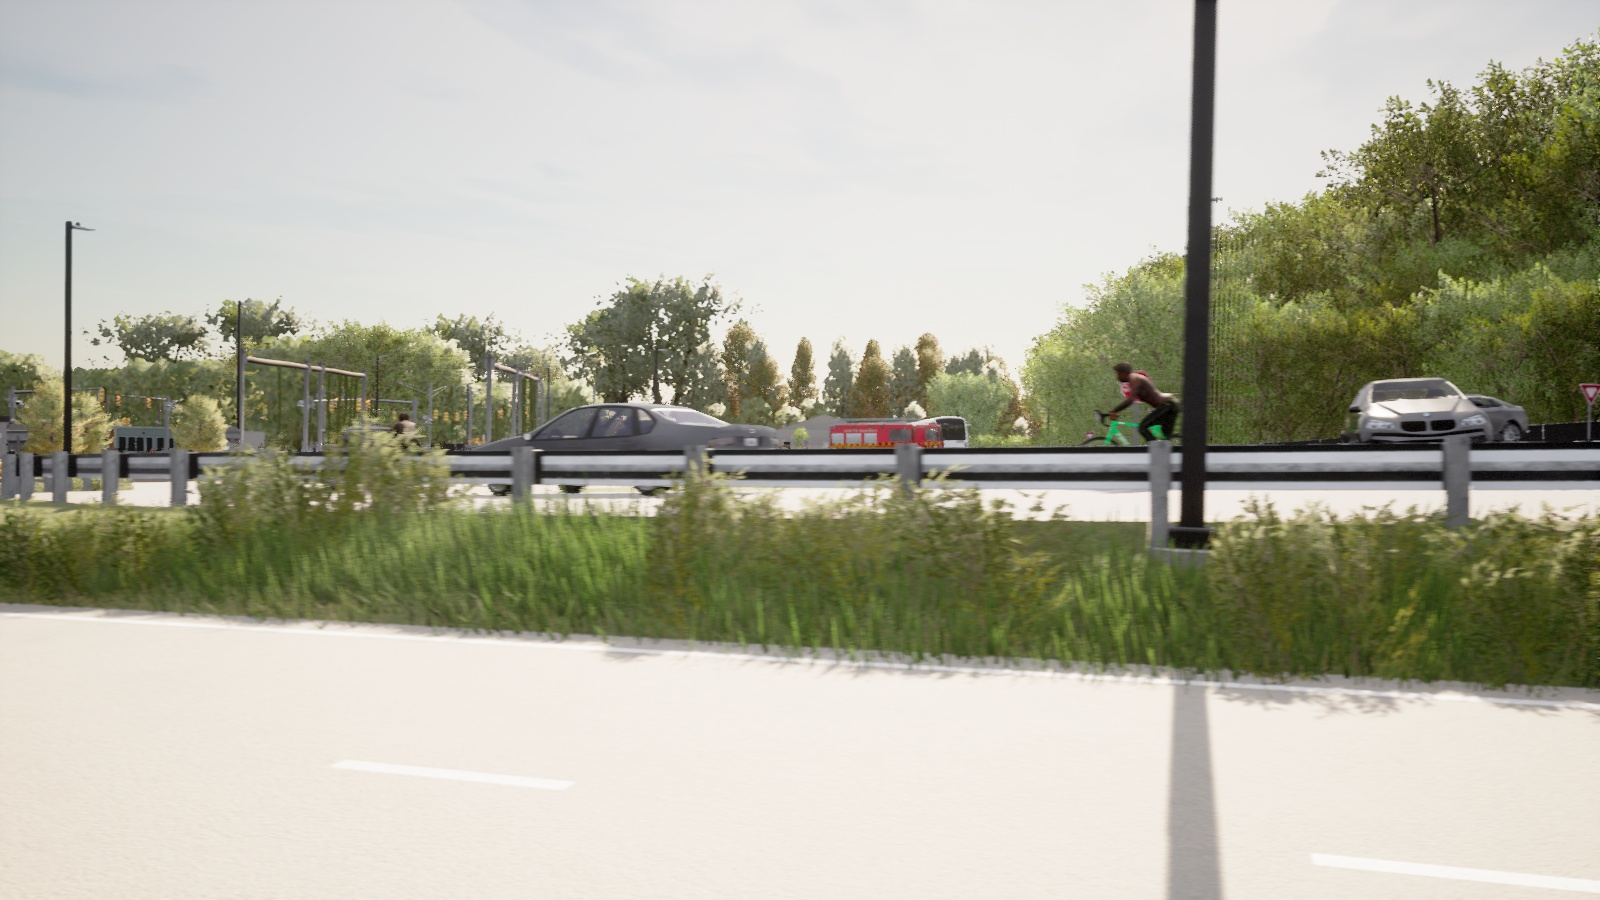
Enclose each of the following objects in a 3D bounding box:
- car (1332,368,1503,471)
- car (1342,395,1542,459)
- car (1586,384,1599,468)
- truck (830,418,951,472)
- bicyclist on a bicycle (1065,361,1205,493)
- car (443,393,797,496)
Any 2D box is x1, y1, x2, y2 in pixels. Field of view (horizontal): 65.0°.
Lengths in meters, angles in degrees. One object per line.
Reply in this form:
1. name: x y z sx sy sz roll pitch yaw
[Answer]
1. car: 11.519 -0.526 23.770 2.242 1.667 4.611 -2 0 18
2. car: 17.169 -0.613 33.560 4.902 1.511 2.128 -2 0 -25
3. car: 13.738 -0.418 19.290 2.033 1.411 5.357 -2 0 24
4. truck: 6.513 -0.349 91.450 8.468 3.827 2.891 0 1 -3
5. bicyclist on a bicycle: 4.282 -0.277 16.059 1.656 1.620 0.582 -1 0 17
6. car: -2.867 -0.028 19.435 5.357 1.411 2.033 -1 -1 32
